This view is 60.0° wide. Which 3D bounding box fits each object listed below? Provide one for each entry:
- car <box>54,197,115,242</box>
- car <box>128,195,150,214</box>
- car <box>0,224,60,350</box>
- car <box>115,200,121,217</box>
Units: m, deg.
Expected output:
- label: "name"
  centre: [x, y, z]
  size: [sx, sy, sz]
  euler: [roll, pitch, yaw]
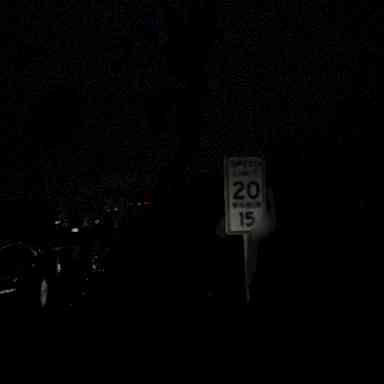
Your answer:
- label: "car"
  centre: [-5.651, 1.327, 17.748]
  size: [2.150, 2.045, 5.566]
  euler: [-1, 1, -8]
- label: "car"
  centre: [-5.829, 1.327, 36.735]
  size: [2.150, 2.045, 5.566]
  euler: [-1, 0, -9]
- label: "car"
  centre: [-3.550, 1.578, 4.966]
  size: [1.837, 1.490, 4.892]
  euler: [-1, 1, -10]
- label: "car"
  centre: [-8.047, 1.510, 32.320]
  size: [2.097, 1.767, 4.553]
  euler: [-1, 0, -9]
